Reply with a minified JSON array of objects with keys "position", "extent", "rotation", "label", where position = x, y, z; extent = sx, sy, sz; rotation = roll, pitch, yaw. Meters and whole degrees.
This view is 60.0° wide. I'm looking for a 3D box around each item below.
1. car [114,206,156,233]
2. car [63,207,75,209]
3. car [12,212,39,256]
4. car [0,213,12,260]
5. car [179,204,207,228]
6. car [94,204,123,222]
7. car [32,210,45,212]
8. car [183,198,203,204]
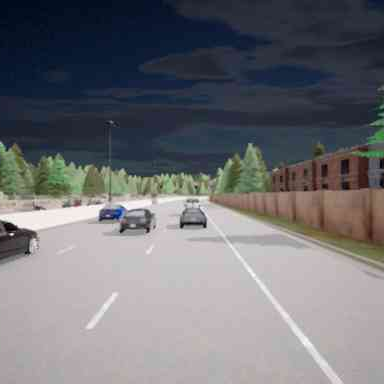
[{"position":[-3.396,1.775,21.332],"extent":[1.812,1.442,4.674],"rotation":[0,0,0],"label":"car"},{"position":[-21.033,2.034,58.376],"extent":[2.097,1.767,4.553],"rotation":[0,-1,1],"label":"car"},{"position":[-6.896,1.635,11.079],"extent":[1.837,1.490,4.892],"rotation":[0,-1,0],"label":"car"},{"position":[-3.409,1.238,1.445],"extent":[2.150,2.045,5.566],"rotation":[0,-1,0],"label":"car"},{"position":[0.101,1.853,24.713],"extent":[1.994,1.385,4.181],"rotation":[0,-1,0],"label":"car"},{"position":[-6.899,1.825,29.768],"extent":[1.882,1.535,5.008],"rotation":[0,-1,0],"label":"car"},{"position":[-14.084,1.860,28.652],"extent":[1.812,1.442,4.674],"rotation":[0,-1,0],"label":"car"},{"position":[0.101,1.686,39.586],"extent":[2.150,2.045,5.566],"rotation":[0,0,0],"label":"car"}]
